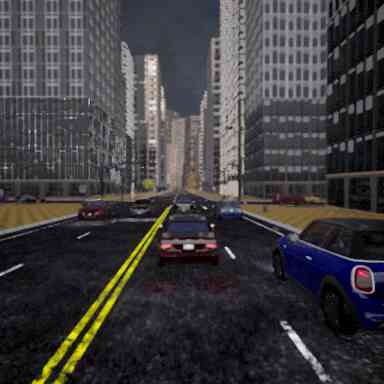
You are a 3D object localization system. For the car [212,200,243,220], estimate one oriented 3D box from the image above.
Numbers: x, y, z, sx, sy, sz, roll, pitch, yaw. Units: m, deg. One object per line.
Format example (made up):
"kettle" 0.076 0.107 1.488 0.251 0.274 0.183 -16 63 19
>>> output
"car" 2.654 1.337 25.517 2.033 1.411 5.357 0 0 -2

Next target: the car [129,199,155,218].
"car" -4.115 1.309 27.906 1.812 1.442 4.674 0 0 -2

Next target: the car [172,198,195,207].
"car" -0.728 1.253 29.693 2.128 1.511 4.902 0 0 -2

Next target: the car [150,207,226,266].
"car" -0.162 1.460 11.204 2.033 1.411 5.357 0 0 -2

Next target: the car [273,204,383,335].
"car" 3.175 1.292 6.805 2.097 1.767 4.553 0 0 -1

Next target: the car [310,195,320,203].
"car" 20.086 1.133 59.124 4.829 1.417 1.752 0 1 -1

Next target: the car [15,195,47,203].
"car" -24.190 1.077 49.999 4.313 1.339 1.947 0 1 -1

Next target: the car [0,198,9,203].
"car" -29.875 1.053 49.957 4.206 1.307 1.802 0 1 -1

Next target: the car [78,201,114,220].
"car" -7.299 1.374 25.589 1.994 1.385 4.181 0 0 -2

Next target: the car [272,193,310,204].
"car" 14.735 1.087 50.668 5.009 1.841 2.192 0 1 -1
